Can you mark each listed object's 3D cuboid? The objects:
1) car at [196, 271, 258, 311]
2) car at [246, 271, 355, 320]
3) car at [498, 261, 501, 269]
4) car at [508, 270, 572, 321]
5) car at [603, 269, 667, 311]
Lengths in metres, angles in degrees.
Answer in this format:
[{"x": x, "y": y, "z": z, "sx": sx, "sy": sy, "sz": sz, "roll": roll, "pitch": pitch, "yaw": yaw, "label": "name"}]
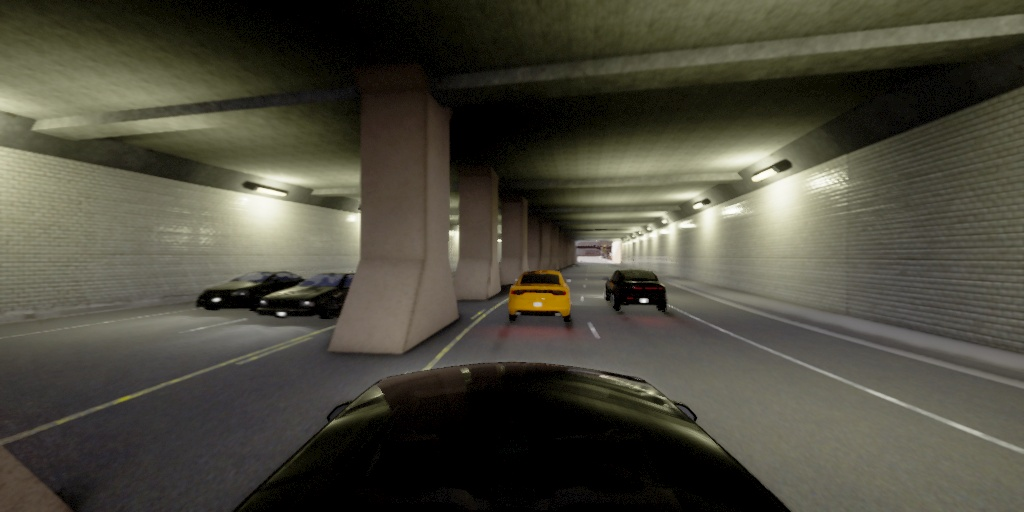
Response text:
[{"x": -9.562, "y": 1.269, "z": 13.891, "sx": 1.994, "sy": 1.385, "sz": 4.181, "roll": 0, "pitch": 0, "yaw": 8, "label": "car"}, {"x": -6.236, "y": 1.269, "z": 12.858, "sx": 2.033, "sy": 1.411, "sz": 5.357, "roll": 0, "pitch": 0, "yaw": 7, "label": "car"}, {"x": -0.857, "y": 1.110, "z": 55.207, "sx": 2.097, "sy": 1.767, "sz": 4.553, "roll": 0, "pitch": 0, "yaw": 13, "label": "car"}, {"x": 1.065, "y": 1.235, "z": 12.671, "sx": 1.882, "sy": 1.535, "sz": 5.008, "roll": 0, "pitch": 0, "yaw": 8, "label": "car"}, {"x": 4.918, "y": 1.282, "z": 14.690, "sx": 1.837, "sy": 1.490, "sz": 4.892, "roll": 0, "pitch": 0, "yaw": 9, "label": "car"}]
